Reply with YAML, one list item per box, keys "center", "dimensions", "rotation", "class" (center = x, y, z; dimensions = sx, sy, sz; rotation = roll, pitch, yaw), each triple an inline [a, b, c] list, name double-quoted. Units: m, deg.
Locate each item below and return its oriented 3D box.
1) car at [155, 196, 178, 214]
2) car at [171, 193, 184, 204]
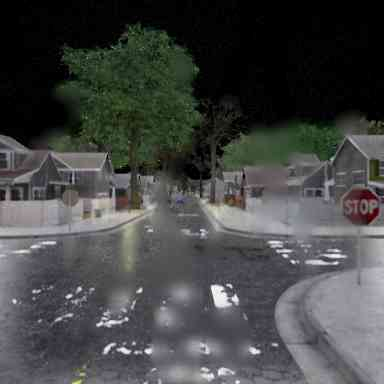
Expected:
- center: [-2.752, 1.481, 35.164]
  dimensions: [1.837, 1.490, 4.892]
  rotation: [0, 0, 0]
  class: "car"
- center: [-2.754, 1.190, 62.312]
  dimensions: [2.150, 2.045, 5.566]
  rotation: [0, 0, 0]
  class: "car"
